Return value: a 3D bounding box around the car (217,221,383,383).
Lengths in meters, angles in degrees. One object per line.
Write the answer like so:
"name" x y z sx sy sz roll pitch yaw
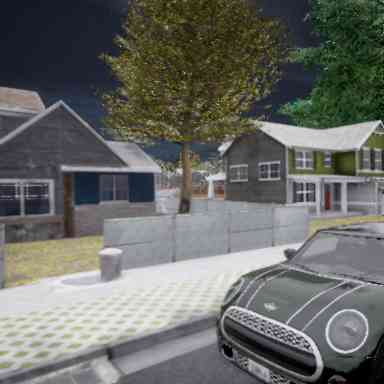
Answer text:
"car" 2.533 1.296 4.899 4.553 1.767 2.097 -1 0 -36
